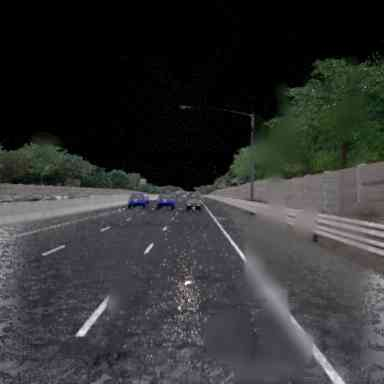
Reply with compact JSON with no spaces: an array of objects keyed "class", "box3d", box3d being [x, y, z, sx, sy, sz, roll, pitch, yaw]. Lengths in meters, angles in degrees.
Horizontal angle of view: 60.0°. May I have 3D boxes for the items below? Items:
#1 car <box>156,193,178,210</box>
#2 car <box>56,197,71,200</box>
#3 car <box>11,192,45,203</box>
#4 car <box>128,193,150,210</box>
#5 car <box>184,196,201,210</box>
[{"class":"car","box3d":[-3.261,1.190,42.661,2.150,2.045,5.566,1,0,0]},{"class":"car","box3d":[-17.257,1.408,44.812,1.994,1.385,4.181,1,0,1]},{"class":"car","box3d":[-20.774,1.035,42.488,2.150,2.045,5.566,1,0,1]},{"class":"car","box3d":[-6.762,1.159,42.682,2.150,2.045,5.566,1,0,0]},{"class":"car","box3d":[0.234,1.601,42.609,1.895,1.301,4.718,1,0,0]}]
